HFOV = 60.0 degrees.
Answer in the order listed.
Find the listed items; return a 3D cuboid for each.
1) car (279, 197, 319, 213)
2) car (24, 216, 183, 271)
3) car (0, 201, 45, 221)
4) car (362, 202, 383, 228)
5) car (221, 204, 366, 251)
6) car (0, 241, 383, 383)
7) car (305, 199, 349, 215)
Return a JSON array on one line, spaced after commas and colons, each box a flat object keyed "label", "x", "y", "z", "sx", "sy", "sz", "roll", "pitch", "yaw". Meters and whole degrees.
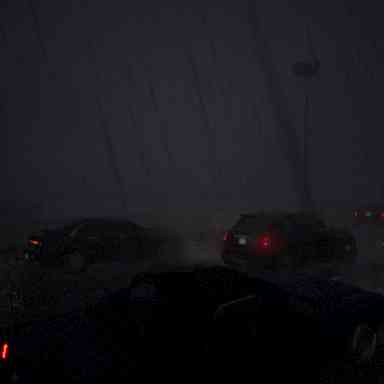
[{"label": "car", "x": 12.548, "y": 1.436, "z": 38.860, "sx": 4.553, "sy": 1.767, "sz": 2.097, "roll": 0, "pitch": 0, "yaw": -36}, {"label": "car", "x": -2.571, "y": 1.521, "z": 10.551, "sx": 4.892, "sy": 1.490, "sz": 1.837, "roll": 0, "pitch": 0, "yaw": -35}, {"label": "car", "x": -15.054, "y": 1.523, "z": 27.657, "sx": 4.902, "sy": 1.511, "sz": 2.128, "roll": 0, "pitch": 0, "yaw": -36}, {"label": "car", "x": 12.319, "y": 1.404, "z": 21.220, "sx": 4.553, "sy": 1.767, "sz": 2.097, "roll": 0, "pitch": 0, "yaw": -36}, {"label": "car", "x": 3.105, "y": 1.374, "z": 10.306, "sx": 4.553, "sy": 1.767, "sz": 2.097, "roll": 0, "pitch": 0, "yaw": -36}, {"label": "car", "x": 0.419, "y": 1.609, "z": 4.074, "sx": 4.718, "sy": 1.301, "sz": 1.895, "roll": 0, "pitch": 0, "yaw": -35}, {"label": "car", "x": 14.673, "y": 1.573, "z": 36.078, "sx": 4.902, "sy": 1.511, "sz": 2.128, "roll": 0, "pitch": 0, "yaw": -36}]
